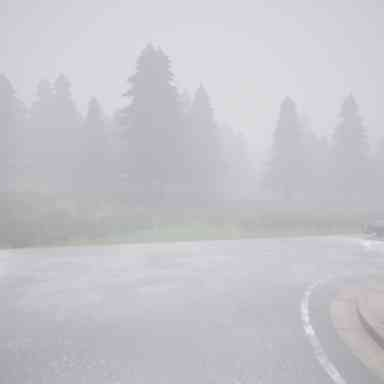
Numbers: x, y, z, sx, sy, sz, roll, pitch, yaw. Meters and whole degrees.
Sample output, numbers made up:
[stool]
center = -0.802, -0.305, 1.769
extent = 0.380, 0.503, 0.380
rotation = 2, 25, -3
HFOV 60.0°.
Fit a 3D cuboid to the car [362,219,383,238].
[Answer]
[car]
center = 11.580, 1.695, 17.235
extent = 5.357, 1.411, 2.033
rotation = 0, 0, -16
